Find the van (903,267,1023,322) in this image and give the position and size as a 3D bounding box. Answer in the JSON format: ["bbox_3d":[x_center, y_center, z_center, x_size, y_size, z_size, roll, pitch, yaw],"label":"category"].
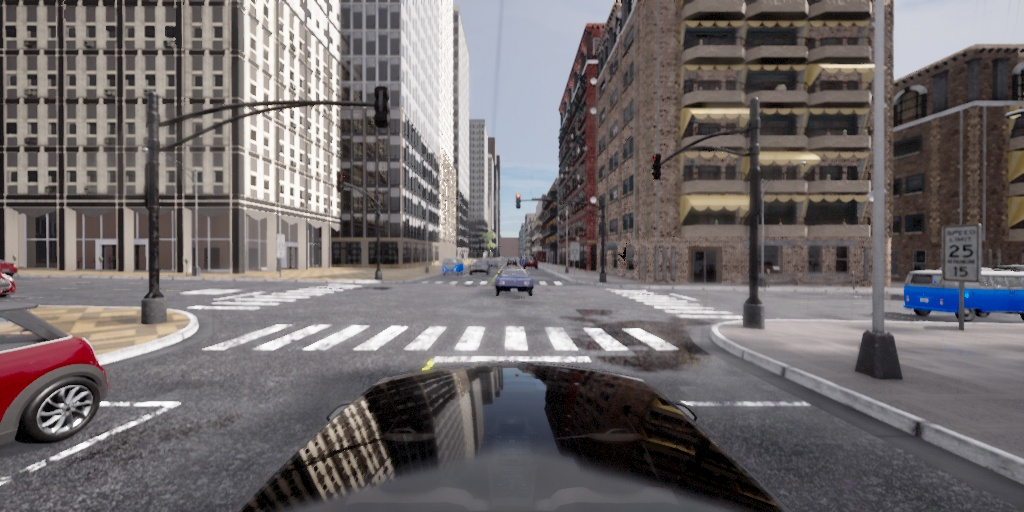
[{"bbox_3d":[16.905,1.423,13.101,3.998,1.789,1.690,0,0,0],"label":"van"}]

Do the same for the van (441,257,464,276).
[{"bbox_3d":[-5.710,1.010,34.844,1.690,1.789,3.998,0,0,0],"label":"van"}]

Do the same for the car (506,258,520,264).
[{"bbox_3d":[-0.034,1.113,63.925,1.837,1.490,4.892,0,0,0],"label":"car"}]

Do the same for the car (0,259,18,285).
[{"bbox_3d":[-21.154,0.788,13.128,4.097,1.591,1.967,0,0,0],"label":"car"}]

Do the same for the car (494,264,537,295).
[{"bbox_3d":[0.118,1.333,19.468,1.895,1.301,4.718,1,0,0],"label":"car"}]

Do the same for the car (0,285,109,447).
[{"bbox_3d":[-5.691,1.188,2.370,1.967,1.591,4.097,0,0,0],"label":"car"}]

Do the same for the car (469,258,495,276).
[{"bbox_3d":[-3.120,1.214,35.892,2.033,1.411,5.357,0,0,0],"label":"car"}]

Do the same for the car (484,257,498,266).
[{"bbox_3d":[-3.108,1.192,53.548,1.994,1.385,4.181,0,0,0],"label":"car"}]

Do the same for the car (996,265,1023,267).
[{"bbox_3d":[27.209,1.477,19.052,5.566,2.045,2.150,1,0,0],"label":"car"}]

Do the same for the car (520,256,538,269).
[{"bbox_3d":[2.661,0.948,51.503,2.192,1.841,5.009,0,0,0],"label":"car"}]
